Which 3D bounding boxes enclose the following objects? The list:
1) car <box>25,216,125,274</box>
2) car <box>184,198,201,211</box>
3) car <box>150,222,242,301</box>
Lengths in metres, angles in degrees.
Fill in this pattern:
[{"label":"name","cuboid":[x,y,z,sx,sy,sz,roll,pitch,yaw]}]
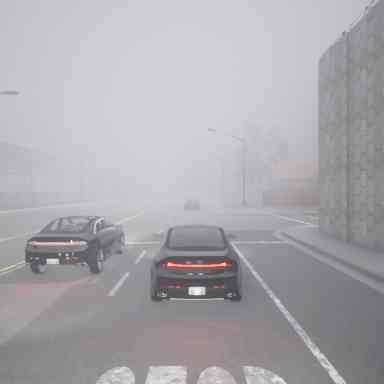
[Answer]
[{"label":"car","cuboid":[-3.421,1.492,10.581,2.128,1.511,4.902,0,0,0]},{"label":"car","cuboid":[0.016,1.491,41.402,2.128,1.511,4.902,0,0,0]},{"label":"car","cuboid":[0.084,1.505,8.311,1.837,1.490,4.892,0,0,0]}]
